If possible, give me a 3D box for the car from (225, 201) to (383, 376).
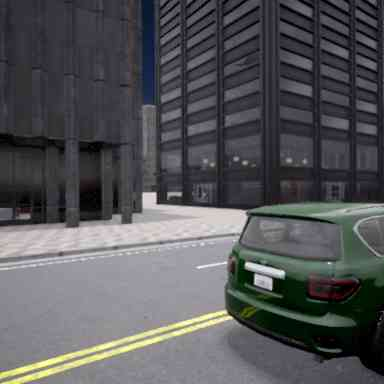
[{"bbox_3d":[3.099,1.175,5.696,5.566,2.045,2.150,-1,1,-35],"label":"car"}]
